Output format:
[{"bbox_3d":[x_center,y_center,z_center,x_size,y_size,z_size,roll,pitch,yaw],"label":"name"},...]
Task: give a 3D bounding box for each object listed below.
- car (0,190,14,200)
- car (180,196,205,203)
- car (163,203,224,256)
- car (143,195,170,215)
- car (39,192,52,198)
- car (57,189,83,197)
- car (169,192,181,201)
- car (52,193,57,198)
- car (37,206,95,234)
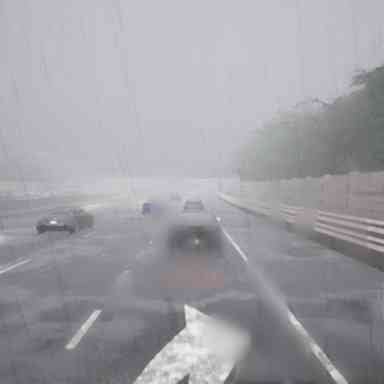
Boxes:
[{"bbox_3d":[-31.226,0.750,54.011,2.150,2.045,5.566,0,1,1],"label":"car"},{"bbox_3d":[0.207,1.318,32.119,2.128,1.511,4.902,0,0,0],"label":"car"},{"bbox_3d":[0.119,1.409,12.807,1.882,1.535,5.008,0,0,0],"label":"car"},{"bbox_3d":[-3.401,1.311,31.102,1.882,1.535,5.008,0,0,0],"label":"car"},{"bbox_3d":[-27.589,0.823,63.724,1.812,1.442,4.674,0,1,1],"label":"car"},{"bbox_3d":[-20.693,0.676,57.494,2.150,2.045,5.566,0,1,1],"label":"car"},{"bbox_3d":[-3.127,0.736,60.461,2.097,1.767,4.553,0,1,1],"label":"car"},{"bbox_3d":[-24.092,0.524,63.652,2.150,2.045,5.566,0,2,1],"label":"car"},{"bbox_3d":[-6.863,1.463,18.498,1.994,1.385,4.181,0,0,0],"label":"car"}]
